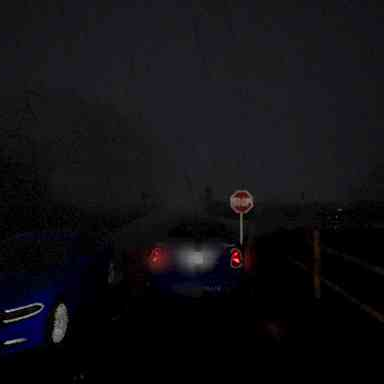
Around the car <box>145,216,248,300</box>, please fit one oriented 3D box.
[{"bbox_3d":[0.099,1.385,8.655,2.097,1.767,4.553,0,0,0],"label":"car"}]

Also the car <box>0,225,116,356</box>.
[{"bbox_3d":[-2.863,1.503,6.511,1.882,1.535,5.008,0,0,0],"label":"car"}]

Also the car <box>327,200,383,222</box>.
[{"bbox_3d":[12.736,1.398,25.294,4.553,1.767,2.097,0,-1,1],"label":"car"}]
